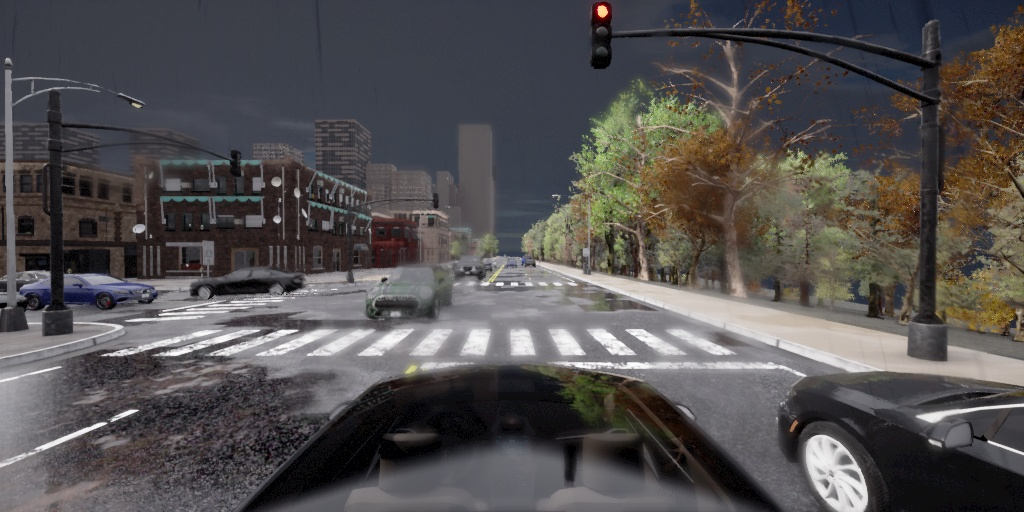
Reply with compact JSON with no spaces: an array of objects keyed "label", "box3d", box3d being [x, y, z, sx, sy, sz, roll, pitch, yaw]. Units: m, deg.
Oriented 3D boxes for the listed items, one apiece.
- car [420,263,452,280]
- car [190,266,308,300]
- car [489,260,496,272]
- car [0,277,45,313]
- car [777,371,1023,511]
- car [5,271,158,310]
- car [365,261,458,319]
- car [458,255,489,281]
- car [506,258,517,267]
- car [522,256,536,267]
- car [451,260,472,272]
[{"label":"car","box3d":[-6.672,1.341,31.876,1.895,1.301,4.718,0,0,0]},{"label":"car","box3d":[-13.431,1.331,18.514,5.008,1.535,1.882,-1,2,-13]},{"label":"car","box3d":[-3.450,1.299,44.555,1.994,1.385,4.181,0,0,0]},{"label":"car","box3d":[-19.973,1.565,12.631,4.313,1.339,1.948,0,0,0]},{"label":"car","box3d":[3.366,1.255,1.255,1.837,1.490,4.892,0,0,-2]},{"label":"car","box3d":[-18.095,1.475,15.371,4.674,1.442,1.812,-1,1,-1]},{"label":"car","box3d":[-3.376,1.100,12.644,2.097,1.767,4.553,0,0,0]},{"label":"car","box3d":[-3.423,0.963,30.430,2.150,2.045,5.566,0,0,0]},{"label":"car","box3d":[-0.047,1.274,63.953,2.033,1.411,5.357,0,0,0]},{"label":"car","box3d":[3.203,1.231,63.655,1.837,1.490,4.892,0,0,0]},{"label":"car","box3d":[-6.706,1.281,47.805,2.033,1.411,5.357,0,0,0]}]
